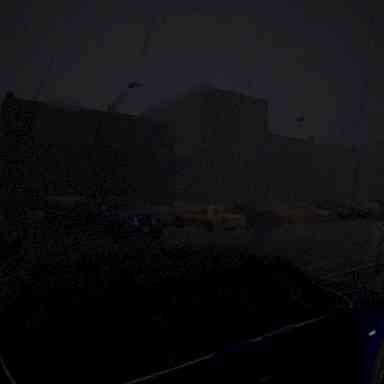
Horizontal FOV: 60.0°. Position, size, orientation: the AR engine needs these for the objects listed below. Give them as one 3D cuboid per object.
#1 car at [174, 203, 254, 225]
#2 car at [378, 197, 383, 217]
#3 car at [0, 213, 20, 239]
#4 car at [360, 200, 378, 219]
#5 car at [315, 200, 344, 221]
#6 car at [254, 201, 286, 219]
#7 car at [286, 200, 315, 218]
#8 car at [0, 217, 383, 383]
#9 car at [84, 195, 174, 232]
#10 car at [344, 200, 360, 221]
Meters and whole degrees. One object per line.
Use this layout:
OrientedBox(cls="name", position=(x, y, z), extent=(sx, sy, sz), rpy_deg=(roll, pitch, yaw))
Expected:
OrientedBox(cls="car", position=(0.833, 1.431, 19.579), extent=(1.946, 1.575, 5.366), rpy_deg=(0, 0, -36))
OrientedBox(cls="car", position=(14.365, 1.441, 29.044), extent=(2.002, 1.452, 4.674), rpy_deg=(0, 0, -36))
OrientedBox(cls="car", position=(-8.014, 1.522, 12.996), extent=(2.002, 1.452, 4.674), rpy_deg=(0, 0, -36))
OrientedBox(cls="car", position=(12.167, 1.432, 27.439), extent=(2.163, 1.488, 4.792), rpy_deg=(0, 0, -36))
OrientedBox(cls="car", position=(7.775, 1.409, 24.103), extent=(1.946, 1.575, 5.366), rpy_deg=(0, 0, -36))
OrientedBox(cls="car", position=(3.165, 1.456, 21.061), extent=(2.163, 1.488, 4.792), rpy_deg=(0, 0, -36))
OrientedBox(cls="car", position=(5.312, 1.415, 22.796), extent=(1.946, 1.575, 5.366), rpy_deg=(0, 0, -36))
OrientedBox(cls="car", position=(0.332, 1.343, 3.367), extent=(4.553, 1.767, 2.097), rpy_deg=(0, 0, -35))
OrientedBox(cls="car", position=(-3.519, 1.205, 16.188), extent=(2.435, 2.045, 5.566), rpy_deg=(0, 0, -36))
OrientedBox(cls="car", position=(9.926, 1.437, 25.835), extent=(2.163, 1.488, 4.792), rpy_deg=(0, 0, -36))
